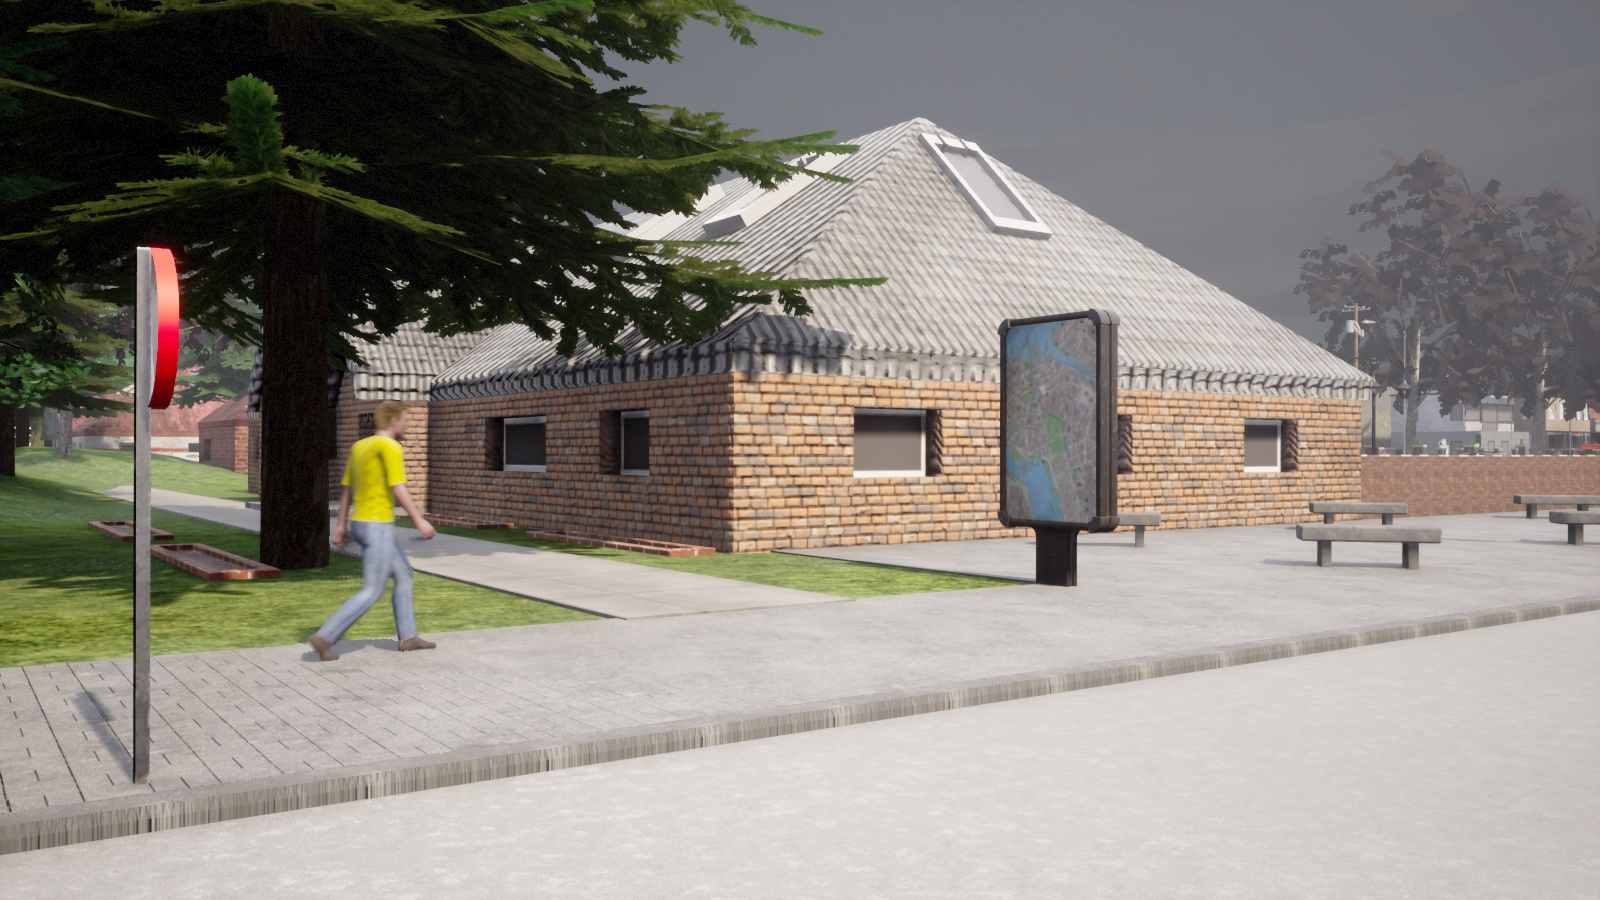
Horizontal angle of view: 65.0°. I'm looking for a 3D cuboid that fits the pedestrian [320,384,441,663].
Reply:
[{"bbox_3d":[-2.878,0.482,8.620,0.706,1.836,0.354,0,0,-39],"label":"pedestrian"}]
